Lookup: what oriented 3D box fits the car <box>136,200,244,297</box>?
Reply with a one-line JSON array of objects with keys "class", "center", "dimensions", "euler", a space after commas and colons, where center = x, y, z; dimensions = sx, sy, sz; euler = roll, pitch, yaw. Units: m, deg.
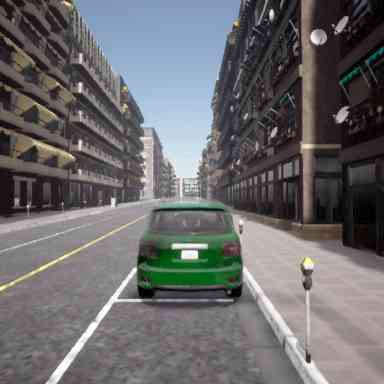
[{"class": "car", "center": [-0.039, 1.224, 8.683], "dimensions": [2.150, 2.045, 5.566], "euler": [0, 0, 0]}]
